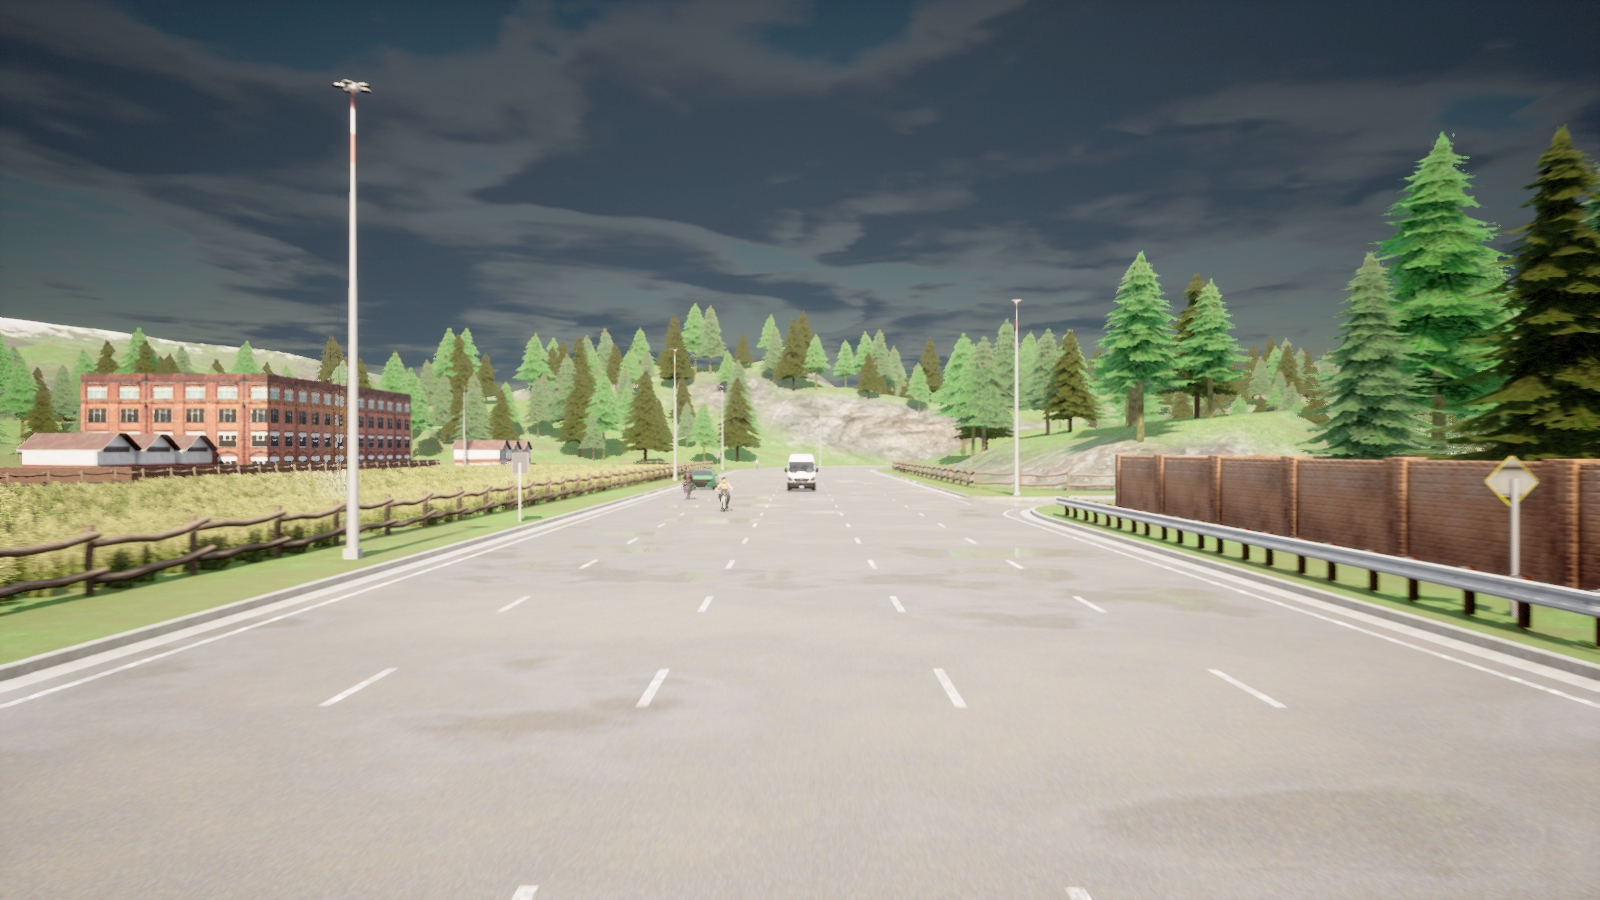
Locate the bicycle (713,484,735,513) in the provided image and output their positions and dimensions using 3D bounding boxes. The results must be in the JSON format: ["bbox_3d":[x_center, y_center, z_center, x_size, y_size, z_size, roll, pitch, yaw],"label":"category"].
[{"bbox_3d":[-3.426,2.182,51.641,0.859,1.276,1.487,0,0,0],"label":"bicycle"}]

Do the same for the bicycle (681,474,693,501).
[{"bbox_3d":[-6.350,2.090,64.088,0.329,1.471,1.835,0,0,6],"label":"bicycle"}]
